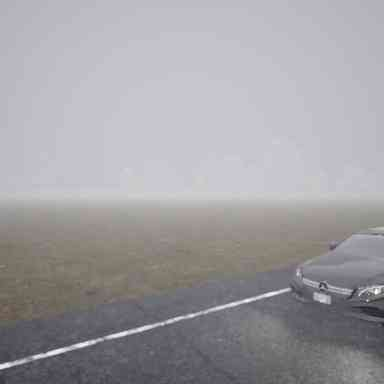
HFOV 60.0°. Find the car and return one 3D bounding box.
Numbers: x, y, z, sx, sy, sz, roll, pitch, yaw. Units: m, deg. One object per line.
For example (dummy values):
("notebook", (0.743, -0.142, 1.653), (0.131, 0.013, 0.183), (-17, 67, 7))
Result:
("car", (4.059, 1.500, 6.887), (4.674, 1.442, 1.812), (0, 0, -35))
